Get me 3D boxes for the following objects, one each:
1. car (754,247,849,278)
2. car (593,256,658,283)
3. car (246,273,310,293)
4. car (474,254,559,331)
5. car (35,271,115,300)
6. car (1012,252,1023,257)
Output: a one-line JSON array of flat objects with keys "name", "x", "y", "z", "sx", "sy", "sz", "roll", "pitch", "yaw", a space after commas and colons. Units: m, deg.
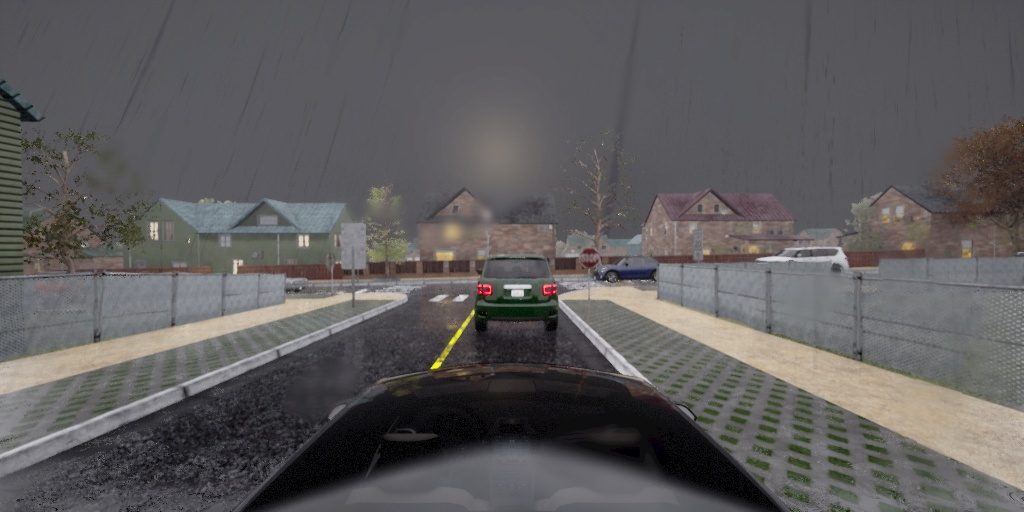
[{"name": "car", "x": 19.400, "y": 0.425, "z": 24.273, "sx": 5.566, "sy": 2.045, "sz": 2.150, "roll": -1, "pitch": 1, "yaw": 0}, {"name": "car", "x": 7.766, "y": 0.832, "z": 24.053, "sx": 4.553, "sy": 1.767, "sz": 2.097, "roll": -1, "pitch": 1, "yaw": -3}, {"name": "car", "x": -14.794, "y": 1.657, "z": 21.334, "sx": 4.718, "sy": 1.301, "sz": 1.895, "roll": -1, "pitch": 1, "yaw": 0}, {"name": "car", "x": 0.081, "y": 0.961, "z": 11.057, "sx": 2.150, "sy": 2.045, "sz": 5.566, "roll": 0, "pitch": 0, "yaw": -1}, {"name": "car", "x": -25.865, "y": 1.670, "z": 21.340, "sx": 4.553, "sy": 1.767, "sz": 2.097, "roll": -1, "pitch": 1, "yaw": 0}, {"name": "car", "x": 37.463, "y": 0.000, "z": 24.244, "sx": 5.566, "sy": 2.045, "sz": 2.150, "roll": -1, "pitch": 1, "yaw": 0}]
